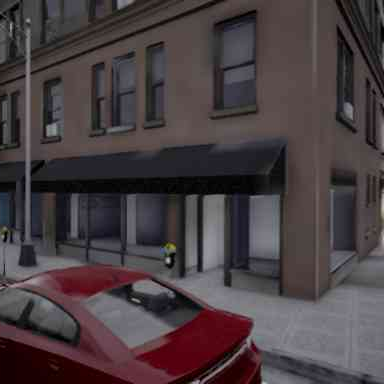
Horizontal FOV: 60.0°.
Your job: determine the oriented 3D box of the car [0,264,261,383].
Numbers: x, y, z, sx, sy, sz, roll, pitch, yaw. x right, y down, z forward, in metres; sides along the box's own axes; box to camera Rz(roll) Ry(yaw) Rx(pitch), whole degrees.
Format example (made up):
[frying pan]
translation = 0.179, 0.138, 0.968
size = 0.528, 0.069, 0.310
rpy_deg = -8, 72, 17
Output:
[car]
translation = -1.439, 1.578, 3.979
size = 4.507, 1.381, 1.887
rpy_deg = -1, 0, 36
